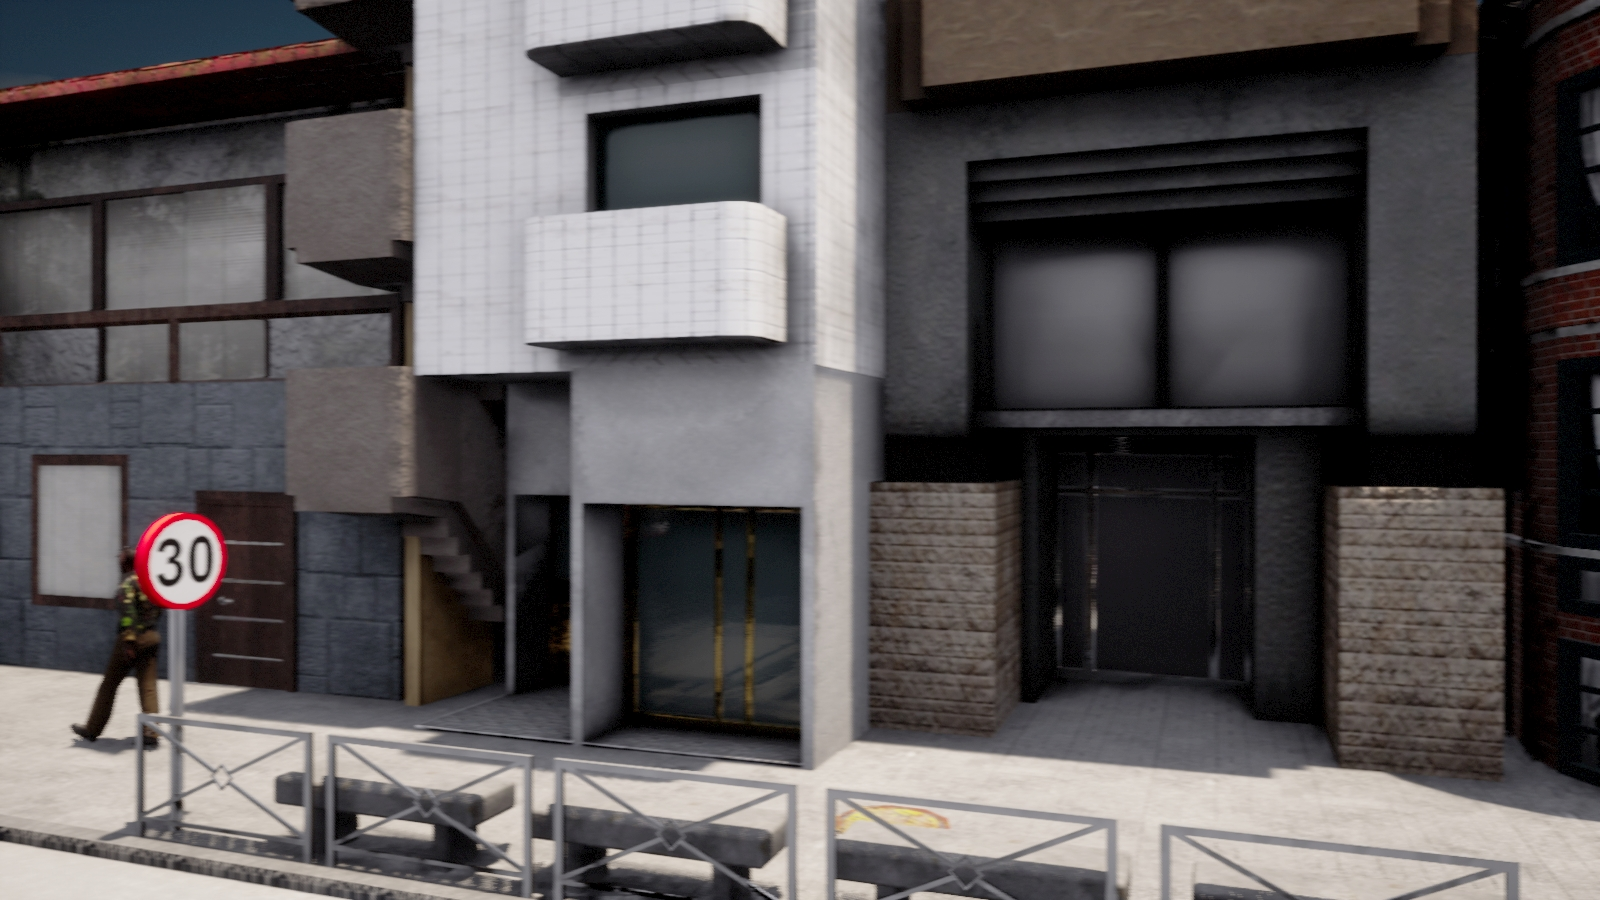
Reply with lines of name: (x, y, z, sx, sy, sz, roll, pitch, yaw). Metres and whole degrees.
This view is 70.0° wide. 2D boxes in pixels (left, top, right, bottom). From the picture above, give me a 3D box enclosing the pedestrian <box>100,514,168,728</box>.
pedestrian: (-5.999, 1.519, 10.303, 0.375, 1.860, 0.375, 0, 0, 15)
